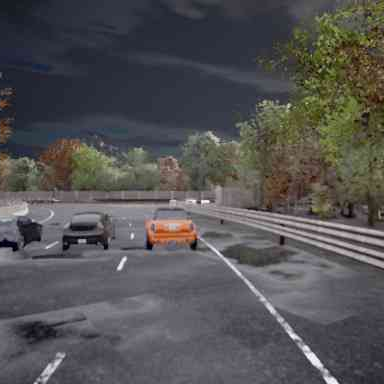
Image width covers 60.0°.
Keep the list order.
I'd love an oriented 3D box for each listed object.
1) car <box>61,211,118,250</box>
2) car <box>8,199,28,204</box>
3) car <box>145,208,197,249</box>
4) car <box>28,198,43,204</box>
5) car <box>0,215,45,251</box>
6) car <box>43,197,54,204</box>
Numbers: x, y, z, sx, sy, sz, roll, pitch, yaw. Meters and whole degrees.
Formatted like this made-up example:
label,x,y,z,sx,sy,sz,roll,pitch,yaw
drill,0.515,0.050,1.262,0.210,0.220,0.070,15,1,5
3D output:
label,x,y,z,sx,sy,sz,roll,pitch,yaw
car,-4.571,1.652,15.205,1.837,1.490,4.892,0,0,-8
car,-41.491,2.258,78.542,5.357,1.411,2.033,0,-1,40
car,-1.070,1.495,15.449,2.097,1.767,4.553,0,-1,-8
car,-39.126,2.237,81.122,4.892,1.490,1.837,0,-1,40
car,-8.036,1.705,14.710,1.994,1.385,4.181,0,0,-8
car,-36.738,2.111,83.685,4.553,1.767,2.097,0,-1,40
